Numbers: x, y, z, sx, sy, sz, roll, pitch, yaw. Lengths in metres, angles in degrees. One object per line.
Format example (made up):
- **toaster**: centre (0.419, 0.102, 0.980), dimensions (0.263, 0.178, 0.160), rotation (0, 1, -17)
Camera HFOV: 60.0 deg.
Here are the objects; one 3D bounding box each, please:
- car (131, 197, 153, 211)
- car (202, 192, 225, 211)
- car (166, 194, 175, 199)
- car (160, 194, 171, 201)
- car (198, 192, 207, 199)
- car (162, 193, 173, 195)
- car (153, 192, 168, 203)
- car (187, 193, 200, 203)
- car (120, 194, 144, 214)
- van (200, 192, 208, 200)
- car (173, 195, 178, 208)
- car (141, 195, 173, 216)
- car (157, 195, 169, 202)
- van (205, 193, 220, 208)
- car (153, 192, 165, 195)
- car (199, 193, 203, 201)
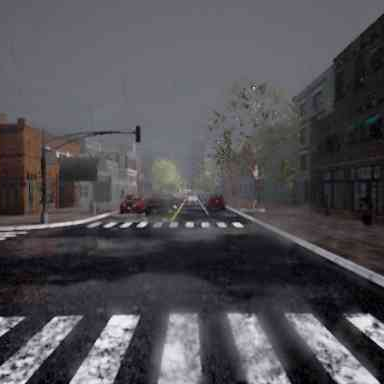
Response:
- **car**: centre (-5.686, 1.347, 38.168), dimensions (1.887, 1.381, 4.507), rotation (-1, 0, 0)
- **car**: centre (2.693, 1.118, 38.166), dimensions (2.192, 1.841, 5.009), rotation (-1, 0, 0)
- **car**: centre (-5.676, 1.107, 88.064), dimensions (1.947, 1.339, 4.313), rotation (0, 0, 0)
- **car**: centre (-5.679, 1.174, 71.432), dimensions (1.887, 1.381, 4.507), rotation (-1, 0, 0)
- **car**: centre (2.703, 0.857, 88.061), dimensions (2.192, 1.841, 5.009), rotation (-1, 0, 0)
- **car**: centre (-3.071, 1.306, 49.836), dimensions (1.994, 1.385, 4.181), rotation (0, 0, 0)
- **car**: centre (-5.683, 1.002, 60.343), dimensions (2.192, 1.841, 5.009), rotation (-1, 0, 0)
- **car**: centre (0.109, 1.213, 60.351), dimensions (1.812, 1.442, 4.674), rotation (0, 0, 0)
- **car**: centre (-5.689, 1.146, 32.624), dimensions (2.192, 1.841, 5.009), rotation (-1, 0, 0)
- **van**: centre (2.701, 0.941, 76.974), dimensions (1.690, 1.788, 3.998), rotation (-1, 0, 0)
- **car**: centre (-3.090, 1.394, 39.935), dimensions (1.895, 1.301, 4.718), rotation (0, 0, 0)
- **car**: centre (-3.093, 1.321, 30.254), dimensions (1.882, 1.535, 5.008), rotation (0, 0, 0)
- **car**: centre (-5.680, 1.224, 65.888), dimensions (1.947, 1.339, 4.313), rotation (-1, 0, 0)
- **van**: centre (2.694, 1.115, 43.710), dimensions (1.690, 1.788, 3.998), rotation (-1, 0, 0)
- **car**: centre (-5.685, 1.031, 54.800), dimensions (2.192, 1.841, 5.009), rotation (-1, 0, 0)
- **car**: centre (2.698, 1.267, 54.799), dimensions (2.008, 1.369, 4.403), rotation (-1, 0, 0)
